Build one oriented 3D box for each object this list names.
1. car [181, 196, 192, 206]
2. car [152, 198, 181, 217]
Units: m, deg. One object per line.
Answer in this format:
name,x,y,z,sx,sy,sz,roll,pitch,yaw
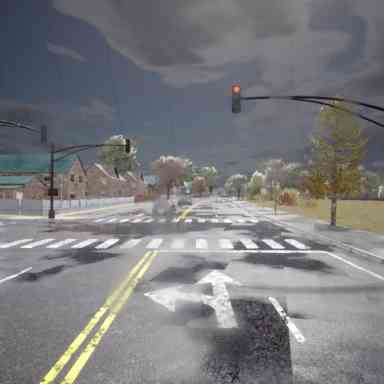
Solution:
car,-1.159,1.438,56.720,2.097,1.767,4.553,0,0,4
car,-2.535,1.535,31.174,2.128,1.511,4.902,0,0,2
